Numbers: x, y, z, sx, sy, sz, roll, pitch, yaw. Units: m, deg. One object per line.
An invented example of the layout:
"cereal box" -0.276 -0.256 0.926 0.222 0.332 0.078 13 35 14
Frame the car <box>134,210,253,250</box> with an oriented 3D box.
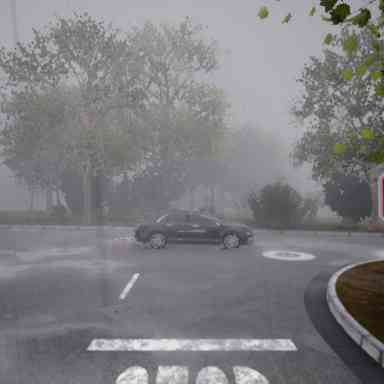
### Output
"car" 0.067 1.526 13.800 4.892 1.490 1.837 1 0 0
